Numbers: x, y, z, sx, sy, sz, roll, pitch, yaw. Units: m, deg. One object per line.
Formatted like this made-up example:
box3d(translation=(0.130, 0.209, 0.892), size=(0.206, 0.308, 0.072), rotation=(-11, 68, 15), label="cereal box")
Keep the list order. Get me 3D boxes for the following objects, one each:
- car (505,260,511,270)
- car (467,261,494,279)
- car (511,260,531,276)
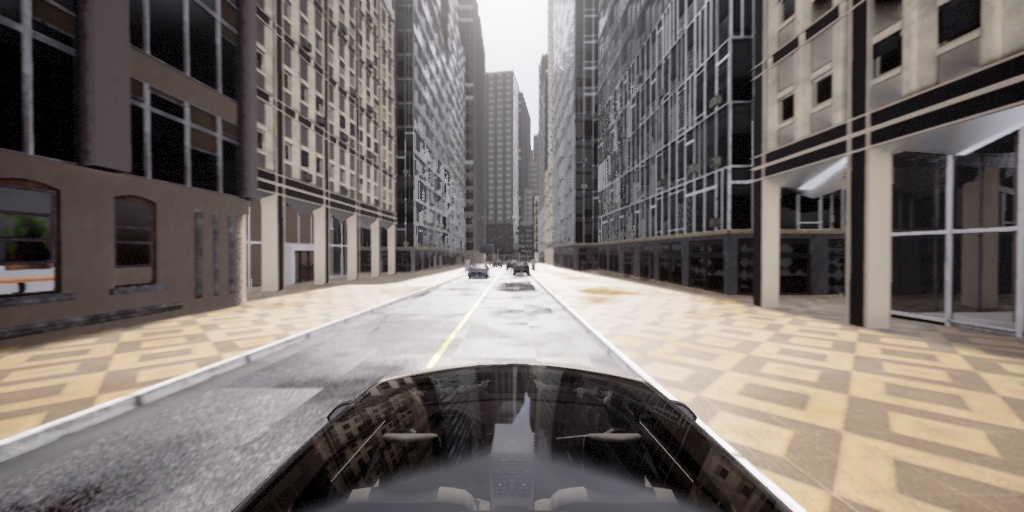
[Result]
box3d(translation=(0.006, 1.467, 58.040), size=(1.837, 1.490, 4.892), rotation=(0, 0, 0), label="car")
box3d(translation=(-3.093, 1.410, 34.408), size=(2.033, 1.411, 5.357), rotation=(0, 0, 0), label="car")
box3d(translation=(1.054, 1.390, 40.087), size=(1.837, 1.490, 4.892), rotation=(0, 0, 0), label="car")
